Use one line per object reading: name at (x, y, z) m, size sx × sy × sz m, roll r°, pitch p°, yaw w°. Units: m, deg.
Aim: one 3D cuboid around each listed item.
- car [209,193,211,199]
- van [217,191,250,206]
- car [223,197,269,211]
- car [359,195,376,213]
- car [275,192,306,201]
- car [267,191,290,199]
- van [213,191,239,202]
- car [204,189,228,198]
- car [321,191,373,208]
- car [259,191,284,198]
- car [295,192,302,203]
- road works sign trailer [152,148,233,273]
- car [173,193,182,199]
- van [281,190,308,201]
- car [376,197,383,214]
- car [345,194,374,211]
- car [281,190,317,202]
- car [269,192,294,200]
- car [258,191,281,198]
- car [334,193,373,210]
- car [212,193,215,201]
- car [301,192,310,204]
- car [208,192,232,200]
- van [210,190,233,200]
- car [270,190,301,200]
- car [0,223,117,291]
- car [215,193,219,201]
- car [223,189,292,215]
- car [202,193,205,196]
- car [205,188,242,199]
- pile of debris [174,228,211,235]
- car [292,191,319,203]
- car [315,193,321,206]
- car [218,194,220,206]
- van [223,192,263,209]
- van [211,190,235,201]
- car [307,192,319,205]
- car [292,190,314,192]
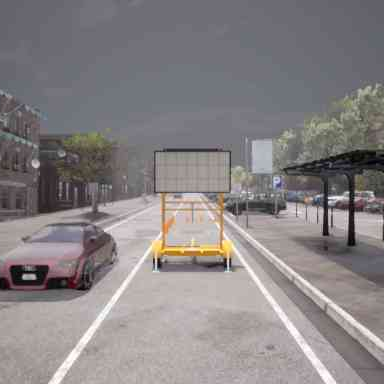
car at (5.774, 1.020, 55.504) m, size 4.892 × 1.521 × 2.231 m, roll 0°, pitch 1°, yaw 0°
van at (5.886, 0.900, 47.088) m, size 4.442 × 1.987 × 1.878 m, roll 0°, pitch 1°, yaw 0°
car at (5.774, 1.273, 35.876) m, size 4.674 × 1.452 × 2.002 m, roll 0°, pitch 1°, yaw 0°
car at (18.858, 1.277, 31.141) m, size 4.892 × 1.521 × 2.231 m, roll 0°, pitch 1°, yaw 0°
car at (19.032, 0.873, 64.453) m, size 5.366 × 1.575 × 1.946 m, roll 0°, pitch 1°, yaw 0°
car at (18.876, 0.610, 72.779) m, size 4.553 × 1.767 × 2.185 m, roll 0°, pitch 1°, yaw 0°
van at (5.884, 0.752, 58.308) m, size 4.442 × 1.987 × 1.878 m, roll 0°, pitch 1°, yaw 0°
car at (5.735, 0.350, 80.729) m, size 5.566 × 2.045 × 2.435 m, roll 0°, pitch 1°, yaw 0°
car at (18.821, 0.950, 39.466) m, size 5.566 × 2.045 × 2.435 m, roll 0°, pitch 1°, yaw 0°
car at (18.659, 0.639, 78.330) m, size 5.366 × 1.575 × 1.946 m, roll 0°, pitch 1°, yaw 0°
car at (18.819, 1.119, 50.569) m, size 4.792 × 1.488 × 2.163 m, roll 0°, pitch 1°, yaw 0°
road works sign trailer at (0.016, 0.429, 10.554) m, size 2.380 × 3.560 × 2.880 m, roll 0°, pitch 0°, yaw 1°
car at (-3.161, 0.783, 73.972) m, size 2.033 × 1.411 × 5.357 m, roll 0°, pitch 1°, yaw 0°
van at (18.963, 0.697, 61.675) m, size 4.442 × 1.987 × 1.878 m, roll 0°, pitch 1°, yaw 0°
car at (18.881, 1.331, 28.366) m, size 4.792 × 1.488 × 2.163 m, roll 0°, pitch 1°, yaw 0°
car at (18.856, 1.251, 33.916) m, size 5.008 × 1.535 × 2.097 m, roll 0°, pitch 1°, yaw 0°
car at (18.876, 0.718, 58.899) m, size 5.566 × 2.045 × 2.435 m, roll 0°, pitch 1°, yaw 0°
car at (18.817, 0.812, 70.004) m, size 4.792 × 1.488 × 2.163 m, roll 0°, pitch 1°, yaw 0°
car at (18.849, 0.597, 81.107) m, size 4.892 × 1.521 × 2.231 m, roll 0°, pitch 1°, yaw 0°
car at (18.856, 1.226, 36.692) m, size 5.008 × 1.535 × 2.097 m, roll 0°, pitch 1°, yaw 0°
car at (5.798, 1.126, 49.894) m, size 4.792 × 1.488 × 2.163 m, roll 0°, pitch 1°, yaw 0°
car at (19.033, 1.116, 47.797) m, size 5.366 × 1.575 × 1.946 m, roll 0°, pitch 1°, yaw 0°
car at (5.759, 0.791, 69.522) m, size 4.892 × 1.521 × 2.231 m, roll 0°, pitch 1°, yaw 0°
van at (5.883, 0.611, 66.715) m, size 4.442 × 1.987 × 1.878 m, roll 0°, pitch 1°, yaw 0°
car at (18.874, 0.578, 67.225) m, size 5.566 × 2.045 × 2.435 m, roll 0°, pitch 1°, yaw 0°
car at (-3.339, 1.540, 8.808) m, size 1.994 × 1.385 × 4.181 m, roll 0°, pitch 0°, yaw 0°
car at (5.765, 1.183, 41.482) m, size 5.008 × 1.535 × 2.097 m, roll 0°, pitch 1°, yaw 0°
car at (5.744, 1.032, 30.267) m, size 5.566 × 2.045 × 2.435 m, roll 0°, pitch 1°, yaw 0°
car at (5.736, 0.397, 77.926) m, size 5.566 × 2.045 × 2.435 m, roll 0°, pitch 1°, yaw 0°
car at (5.739, 0.680, 61.108) m, size 5.566 × 2.045 × 2.435 m, roll 0°, pitch 1°, yaw 0°
pile of debris at (0.025, 2.078, 17.559) m, size 1.860 × 0.140 × 1.500 m, roll 0°, pitch 1°, yaw 0°
car at (18.877, 1.080, 53.352) m, size 4.792 × 1.488 × 2.163 m, roll 0°, pitch 1°, yaw 0°
car at (18.844, 1.178, 42.242) m, size 4.892 × 1.521 × 2.231 m, roll 0°, pitch 1°, yaw 0°
car at (5.586, 1.255, 33.072) m, size 5.366 × 1.575 × 1.946 m, roll 0°, pitch 1°, yaw 0°
van at (5.888, 0.982, 38.677) m, size 4.442 × 1.987 × 1.878 m, roll 0°, pitch 1°, yaw 0°
van at (5.883, 0.658, 63.912) m, size 4.442 × 1.987 × 1.878 m, roll 0°, pitch 1°, yaw 0°
car at (18.844, 1.149, 45.020) m, size 5.008 × 1.535 × 2.097 m, roll 0°, pitch 1°, yaw 0°
car at (18.819, 0.760, 56.123) m, size 5.566 × 2.045 × 2.435 m, roll 0°, pitch 1°, yaw 0°
